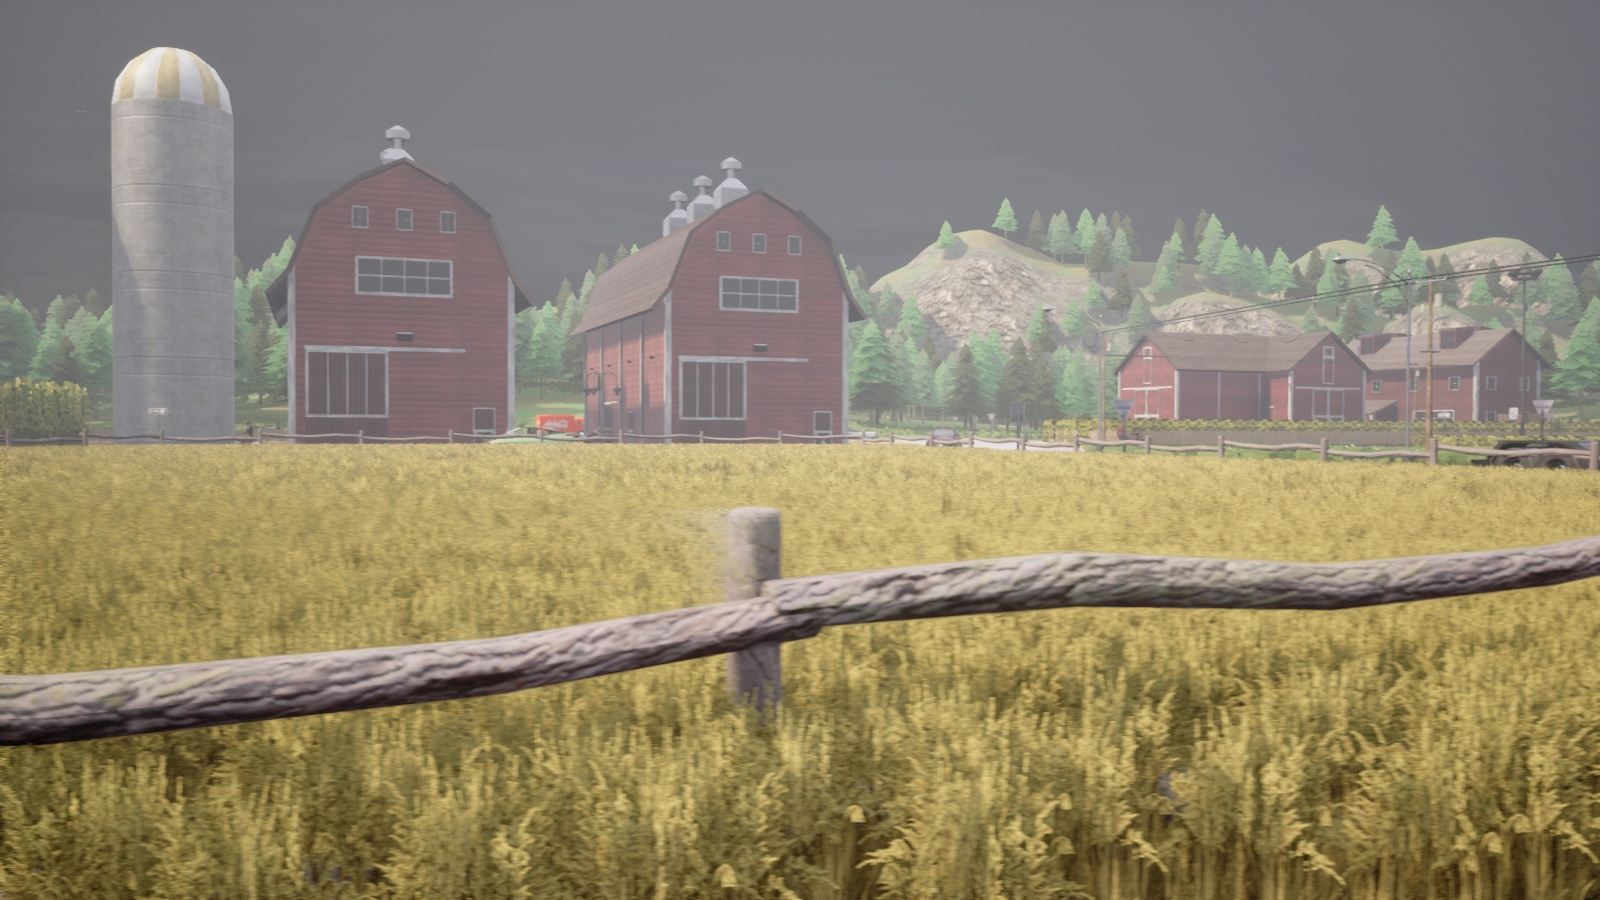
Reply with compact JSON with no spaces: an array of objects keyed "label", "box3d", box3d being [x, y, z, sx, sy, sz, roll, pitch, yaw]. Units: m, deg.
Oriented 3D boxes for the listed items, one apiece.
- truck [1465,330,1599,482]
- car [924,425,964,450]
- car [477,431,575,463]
[{"label":"truck","box3d":[19.658,-1.024,28.671,2.891,3.462,7.936,-1,1,-21]},{"label":"car","box3d":[8.939,-0.803,77.701,1.812,1.442,4.674,-1,1,14]},{"label":"car","box3d":[-13.882,-0.173,63.657,4.514,1.525,2.007,-1,1,-24]}]
